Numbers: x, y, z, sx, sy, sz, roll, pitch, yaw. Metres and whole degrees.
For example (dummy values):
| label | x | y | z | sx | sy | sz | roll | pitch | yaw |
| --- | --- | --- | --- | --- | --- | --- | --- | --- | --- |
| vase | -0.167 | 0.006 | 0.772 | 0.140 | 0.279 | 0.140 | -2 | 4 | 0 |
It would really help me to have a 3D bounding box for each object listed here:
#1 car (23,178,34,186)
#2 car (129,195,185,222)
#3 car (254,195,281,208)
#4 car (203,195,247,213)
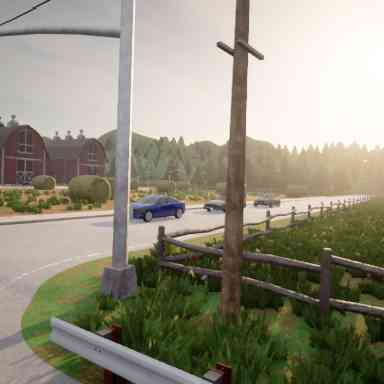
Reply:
| label | x | y | z | sx | sy | sz | roll | pitch | yaw |
| --- | --- | --- | --- | --- | --- | --- | --- | --- | --- |
| car | -38.891 | -2.292 | 79.377 | 1.905 | 1.878 | 3.866 | 8 | 2 | -13 |
| car | -2.370 | 0.950 | 21.198 | 1.882 | 1.535 | 5.008 | 3 | 2 | 33 |
| car | 8.593 | 1.004 | 37.809 | 1.994 | 1.385 | 4.181 | 3 | 2 | 33 |
| car | 3.073 | 1.003 | 29.457 | 2.033 | 1.411 | 5.357 | 3 | 2 | 33 |
